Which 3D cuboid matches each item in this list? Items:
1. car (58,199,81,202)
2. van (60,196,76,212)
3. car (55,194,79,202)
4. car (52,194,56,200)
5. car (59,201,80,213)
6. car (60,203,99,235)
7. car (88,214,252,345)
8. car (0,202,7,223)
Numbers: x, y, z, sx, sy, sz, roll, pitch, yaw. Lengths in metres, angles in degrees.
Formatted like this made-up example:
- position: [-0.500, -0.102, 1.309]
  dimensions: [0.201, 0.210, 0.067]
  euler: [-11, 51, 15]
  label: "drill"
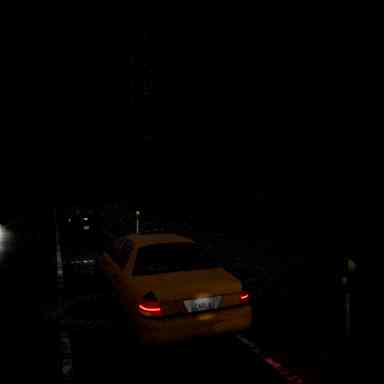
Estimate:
- position: [-10.365, 1.567, 28.885]
  dimensions: [1.947, 1.339, 4.313]
  euler: [0, 0, -23]
  label: "car"
- position: [-14.609, 1.343, 39.085]
  dimensions: [1.690, 1.788, 3.998]
  euler: [0, 0, -23]
  label: "van"
- position: [-12.487, 1.316, 33.986]
  dimensions: [2.192, 1.841, 5.009]
  euler: [0, 0, -23]
  label: "car"
- position: [-31.731, 1.470, 79.499]
  dimensions: [1.967, 1.590, 4.097]
  euler: [0, 0, -24]
  label: "car"
- position: [-8.244, 1.552, 23.785]
  dimensions: [2.008, 1.369, 4.403]
  euler: [0, 0, -23]
  label: "car"
- position: [-6.122, 1.551, 18.686]
  dimensions: [2.008, 1.369, 4.403]
  euler: [0, 0, -23]
  label: "car"
- position: [-0.841, 1.457, 6.750]
  dimensions: [1.801, 1.575, 5.366]
  euler: [0, 0, -23]
  label: "car"
- position: [-15.285, 1.492, 25.216]
  dimensions: [2.128, 1.511, 4.902]
  euler: [0, 0, -23]
  label: "car"
